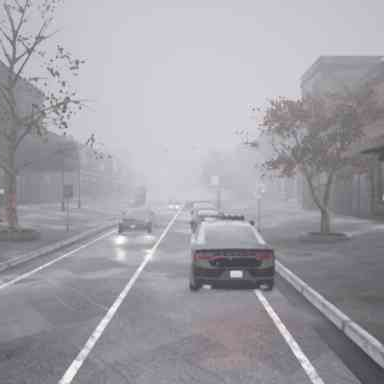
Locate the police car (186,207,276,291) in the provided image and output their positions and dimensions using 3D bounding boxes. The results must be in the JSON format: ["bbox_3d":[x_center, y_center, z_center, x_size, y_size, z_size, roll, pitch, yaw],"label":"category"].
[{"bbox_3d":[0.882,1.443,9.232,1.930,1.638,5.238,0,0,0],"label":"police car"}]

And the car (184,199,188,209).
[{"bbox_3d":[-0.070,1.633,47.751,1.812,1.442,4.674,0,0,0],"label":"car"}]

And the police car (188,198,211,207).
[{"bbox_3d":[0.851,1.485,25.232,1.930,1.638,5.238,0,0,0],"label":"police car"}]

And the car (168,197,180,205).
[{"bbox_3d":[-3.187,1.578,59.994,2.128,1.511,4.902,0,0,0],"label":"car"}]

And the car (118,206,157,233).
[{"bbox_3d":[-3.139,1.572,19.968,1.812,1.442,4.674,0,0,0],"label":"car"}]

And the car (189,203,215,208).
[{"bbox_3d":[0.863,1.570,19.121,1.812,1.442,4.674,0,0,0],"label":"car"}]
